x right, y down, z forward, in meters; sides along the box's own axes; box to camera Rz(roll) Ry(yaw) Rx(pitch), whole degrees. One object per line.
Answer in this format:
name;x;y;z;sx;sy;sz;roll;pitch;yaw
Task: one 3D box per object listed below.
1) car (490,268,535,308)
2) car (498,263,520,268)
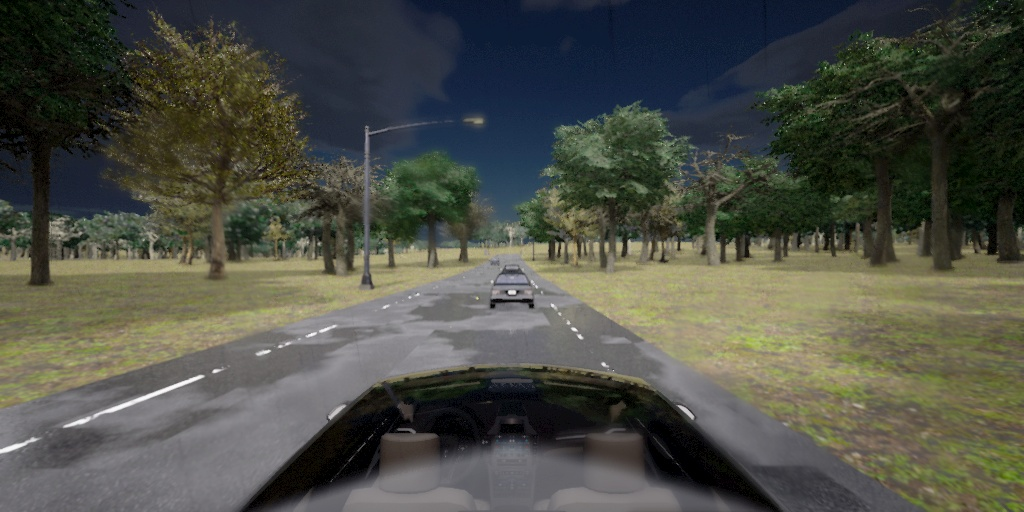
car;0.003;1.416;15.834;2.033;1.411;5.357;0;0;0
car;0.009;1.497;31.156;1.837;1.490;4.892;0;0;0
